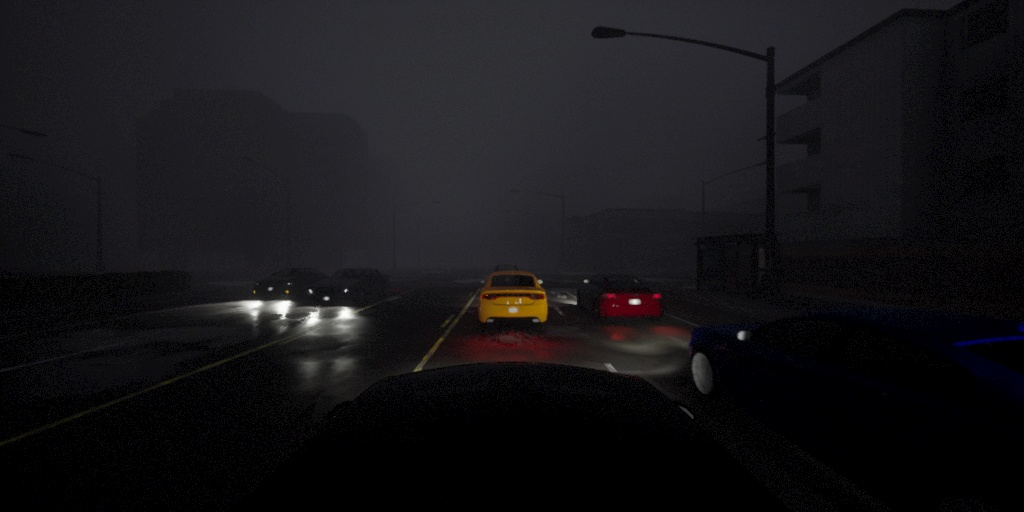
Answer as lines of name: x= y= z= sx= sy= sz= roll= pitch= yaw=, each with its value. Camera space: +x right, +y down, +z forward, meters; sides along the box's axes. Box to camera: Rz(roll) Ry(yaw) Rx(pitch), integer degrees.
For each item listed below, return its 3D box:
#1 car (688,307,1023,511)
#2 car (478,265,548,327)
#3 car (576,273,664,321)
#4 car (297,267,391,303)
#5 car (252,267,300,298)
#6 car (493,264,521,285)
car: x=3.562 y=1.221 z=3.394 sx=1.882 sy=1.535 sz=5.008 roll=0 pitch=0 yaw=0
car: x=0.001 y=1.193 z=11.437 sx=1.882 sy=1.535 sz=5.008 roll=0 pitch=0 yaw=-1
car: x=3.490 y=1.275 z=12.286 sx=1.994 sy=1.385 sz=4.181 roll=0 pitch=0 yaw=-1
car: x=-7.179 y=1.246 z=16.469 sx=2.033 sy=1.411 sz=5.357 roll=0 pitch=0 yaw=-1
car: x=-10.696 y=1.262 z=17.797 sx=1.994 sy=1.385 sz=4.181 roll=0 pitch=0 yaw=-1
car: x=-0.442 y=1.278 z=26.548 sx=1.895 sy=1.301 sz=4.718 roll=0 pitch=0 yaw=-3
